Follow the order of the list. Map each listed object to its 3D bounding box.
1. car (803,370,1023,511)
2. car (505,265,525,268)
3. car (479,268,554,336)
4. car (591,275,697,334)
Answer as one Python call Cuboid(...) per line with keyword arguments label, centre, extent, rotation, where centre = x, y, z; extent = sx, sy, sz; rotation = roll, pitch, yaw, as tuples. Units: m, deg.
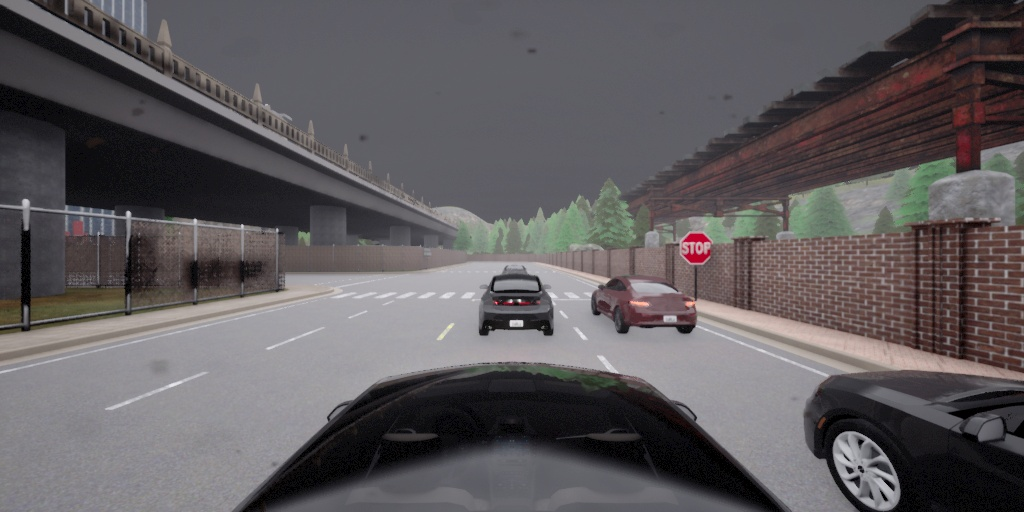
Cuboid(label="car", centre=(3.600, 1.255, 1.286), extent=(1.837, 1.490, 4.892), rotation=(0, 0, 0))
Cuboid(label="car", centre=(0.241, 1.343, 29.072), extent=(1.895, 1.301, 4.718), rotation=(0, 0, 1))
Cuboid(label="car", centre=(0.105, 1.252, 10.378), extent=(1.837, 1.490, 4.892), rotation=(0, 0, 0))
Cuboid(label="car", centre=(3.626, 1.273, 10.504), extent=(1.812, 1.442, 4.674), rotation=(0, 0, 0))
